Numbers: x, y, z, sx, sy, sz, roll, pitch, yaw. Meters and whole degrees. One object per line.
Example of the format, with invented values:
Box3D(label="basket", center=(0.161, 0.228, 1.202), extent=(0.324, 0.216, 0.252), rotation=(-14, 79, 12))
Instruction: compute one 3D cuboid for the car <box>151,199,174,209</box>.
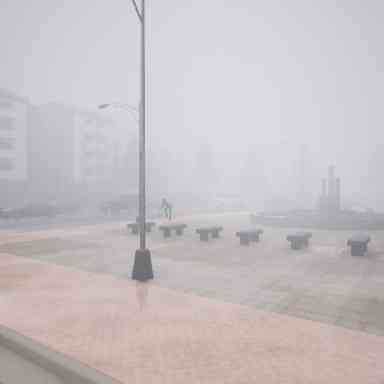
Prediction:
Box3D(label="car", center=(-4.800, 1.601, 44.028), extent=(4.718, 1.301, 1.895), rotation=(0, 0, -40))

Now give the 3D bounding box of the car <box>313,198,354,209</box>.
Box3D(label="car", center=(18.525, 1.505, 44.302), extent=(4.892, 1.490, 1.837), rotation=(0, 0, -14))

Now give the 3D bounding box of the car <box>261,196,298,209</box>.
Box3D(label="car", center=(12.479, 1.352, 46.104), extent=(4.553, 1.767, 2.097), rotation=(0, 0, -22))

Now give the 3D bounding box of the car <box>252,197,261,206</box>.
Box3D(label="car", center=(9.988, 1.517, 52.969), extent=(4.892, 1.490, 1.837), rotation=(0, 0, -21))

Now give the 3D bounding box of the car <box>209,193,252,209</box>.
Box3D(label="car", center=(5.152, 1.222, 46.758), extent=(5.566, 2.045, 2.150), rotation=(0, 0, -29))

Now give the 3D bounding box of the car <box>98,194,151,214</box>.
Box3D(label="car", center=(-7.509, 1.221, 36.225), extent=(2.150, 2.045, 5.566), rotation=(0, 0, 40))

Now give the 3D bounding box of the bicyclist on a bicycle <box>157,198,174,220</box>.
Box3D(label="bicyclist on a bicycle", center=(-2.003, 1.301, 24.805), extent=(1.656, 1.620, 0.582), rotation=(0, 0, 33))

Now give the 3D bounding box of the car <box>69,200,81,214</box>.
Box3D(label="car", center=(-13.568, 1.526, 33.952), extent=(1.812, 1.442, 4.674), rotation=(0, 0, 36))

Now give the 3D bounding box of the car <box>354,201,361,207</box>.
Box3D(label="car", center=(22.159, 1.601, 48.654), extent=(4.718, 1.301, 1.895), rotation=(0, 0, -7))

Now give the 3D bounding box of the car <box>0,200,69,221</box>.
Box3D(label="car", center=(-13.523, 1.547, 27.988), extent=(2.033, 1.411, 5.357), rotation=(0, 0, 33))

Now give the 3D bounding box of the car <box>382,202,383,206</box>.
Box3D(label="car", center=(28.784, 1.601, 45.450), extent=(4.718, 1.301, 1.895), rotation=(0, 0, 1))
